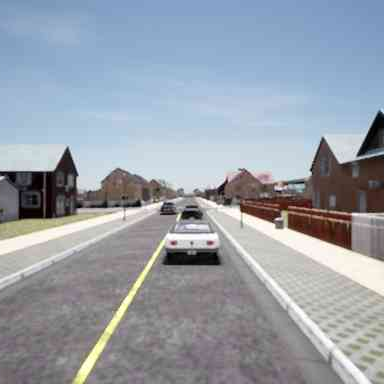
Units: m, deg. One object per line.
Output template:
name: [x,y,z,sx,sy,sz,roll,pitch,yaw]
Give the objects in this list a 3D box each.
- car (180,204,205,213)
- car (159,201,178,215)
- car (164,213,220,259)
car: [0.020,1.801,28.487,1.837,1.490,4.892,0,0,1]
car: [-2.775,1.908,39.540,1.837,1.490,4.892,0,-1,0]
car: [0.017,1.741,13.235,1.895,1.301,4.718,0,-1,0]
